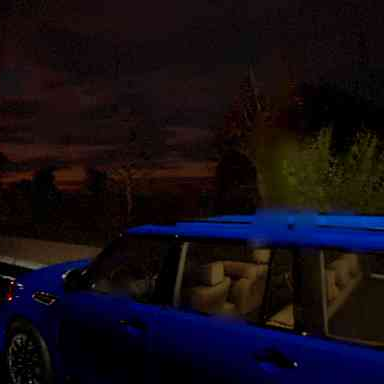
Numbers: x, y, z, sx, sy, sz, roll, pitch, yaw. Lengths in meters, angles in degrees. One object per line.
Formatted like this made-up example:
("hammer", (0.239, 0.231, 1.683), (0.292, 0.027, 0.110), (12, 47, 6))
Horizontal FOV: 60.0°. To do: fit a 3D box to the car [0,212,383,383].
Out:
("car", (0.233, 1.242, 3.396), (5.566, 2.045, 2.150), (-1, -1, 35))
